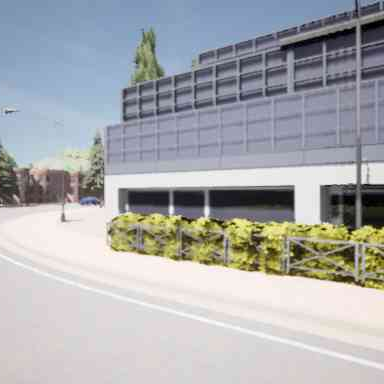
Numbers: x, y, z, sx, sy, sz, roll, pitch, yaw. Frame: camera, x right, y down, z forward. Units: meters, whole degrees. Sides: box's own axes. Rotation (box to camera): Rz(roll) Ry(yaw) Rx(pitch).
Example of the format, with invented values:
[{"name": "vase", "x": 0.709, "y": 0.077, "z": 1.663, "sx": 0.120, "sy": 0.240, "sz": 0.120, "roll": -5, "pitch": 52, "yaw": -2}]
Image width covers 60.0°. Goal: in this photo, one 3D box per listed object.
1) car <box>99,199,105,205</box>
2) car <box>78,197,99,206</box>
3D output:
[{"name": "car", "x": -13.206, "y": 1.619, "z": 58.105, "sx": 2.128, "sy": 1.511, "sz": 4.902, "roll": 0, "pitch": 0, "yaw": 32}, {"name": "car", "x": -17.378, "y": 1.614, "z": 57.753, "sx": 1.882, "sy": 1.535, "sz": 5.008, "roll": 0, "pitch": 0, "yaw": 28}]
